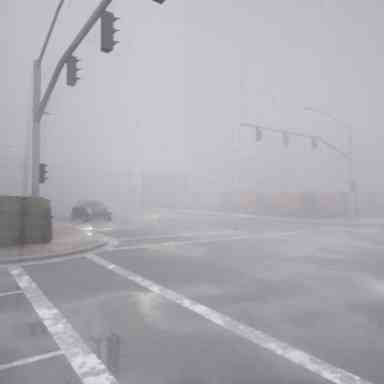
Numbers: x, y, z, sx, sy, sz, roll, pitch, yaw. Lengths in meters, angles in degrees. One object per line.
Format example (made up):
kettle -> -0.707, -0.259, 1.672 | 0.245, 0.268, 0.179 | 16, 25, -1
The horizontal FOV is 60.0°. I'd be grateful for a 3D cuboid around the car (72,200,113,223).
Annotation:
car -> -8.038, 1.428, 26.680 | 2.097, 1.767, 4.553 | 1, -1, -35
